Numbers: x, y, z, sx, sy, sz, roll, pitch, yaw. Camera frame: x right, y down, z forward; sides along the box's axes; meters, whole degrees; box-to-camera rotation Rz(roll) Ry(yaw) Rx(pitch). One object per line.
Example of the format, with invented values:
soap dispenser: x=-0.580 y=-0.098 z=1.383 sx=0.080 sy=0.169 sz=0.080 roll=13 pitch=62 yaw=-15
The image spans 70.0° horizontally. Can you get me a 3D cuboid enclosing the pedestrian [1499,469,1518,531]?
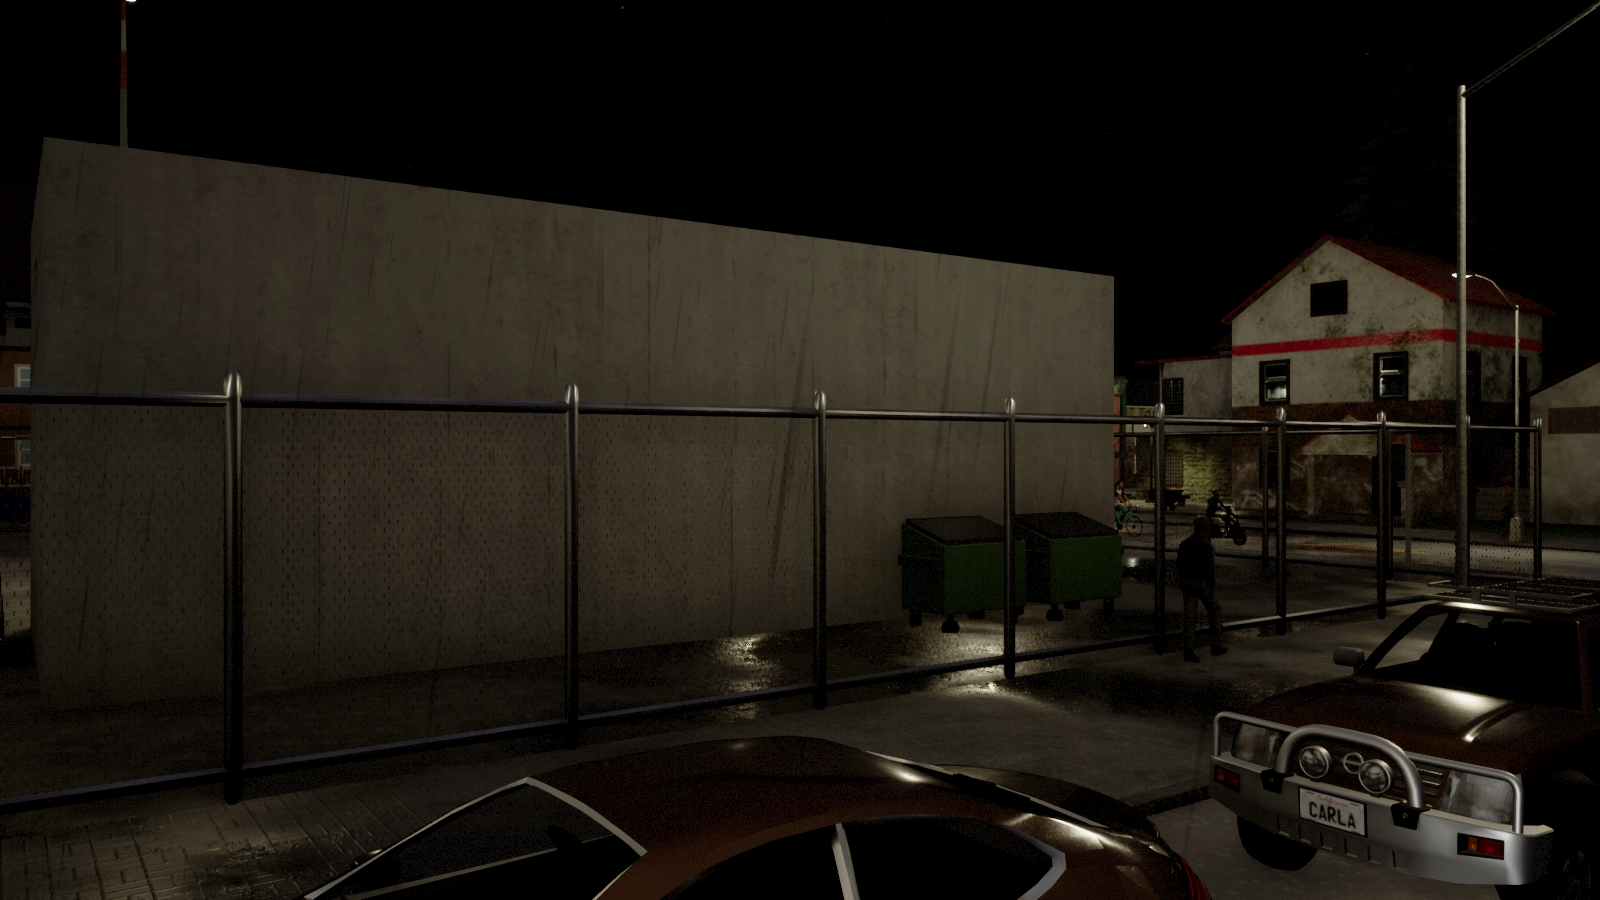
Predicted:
pedestrian: x=21.626 y=1.510 z=34.860 sx=0.375 sy=1.860 sz=0.375 roll=0 pitch=0 yaw=-35

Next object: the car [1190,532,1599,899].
car: x=4.948 y=1.640 z=7.839 sx=4.605 sy=1.855 sz=1.932 roll=0 pitch=0 yaw=-35

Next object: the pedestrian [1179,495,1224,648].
pedestrian: x=5.058 y=1.513 z=14.391 sx=0.375 sy=1.860 sz=0.375 roll=0 pitch=0 yaw=-34

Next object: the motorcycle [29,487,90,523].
motorcycle: x=-26.641 y=1.961 z=41.098 sx=1.805 sy=1.236 sz=0.856 roll=0 pitch=0 yaw=-35

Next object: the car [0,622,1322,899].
car: x=-0.619 y=1.771 z=3.955 sx=5.027 sy=1.651 sz=2.152 roll=0 pitch=0 yaw=-35

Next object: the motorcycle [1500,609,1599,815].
motorcycle: x=6.256 y=1.958 z=8.768 sx=1.805 sy=1.236 sz=0.856 roll=0 pitch=0 yaw=-35
